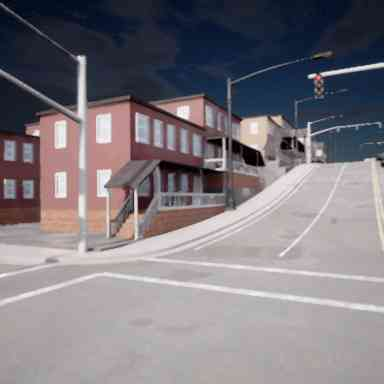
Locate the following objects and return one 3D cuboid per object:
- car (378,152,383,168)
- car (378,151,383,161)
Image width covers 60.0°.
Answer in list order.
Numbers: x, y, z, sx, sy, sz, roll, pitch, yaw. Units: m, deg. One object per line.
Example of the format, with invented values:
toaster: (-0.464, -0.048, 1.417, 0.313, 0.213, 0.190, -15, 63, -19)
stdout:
car: (24.647, -3.940, 41.378, 1.994, 1.385, 4.181, -1, 11, 29)
car: (29.260, -5.390, 50.243, 1.994, 1.385, 4.181, -1, 4, 28)
